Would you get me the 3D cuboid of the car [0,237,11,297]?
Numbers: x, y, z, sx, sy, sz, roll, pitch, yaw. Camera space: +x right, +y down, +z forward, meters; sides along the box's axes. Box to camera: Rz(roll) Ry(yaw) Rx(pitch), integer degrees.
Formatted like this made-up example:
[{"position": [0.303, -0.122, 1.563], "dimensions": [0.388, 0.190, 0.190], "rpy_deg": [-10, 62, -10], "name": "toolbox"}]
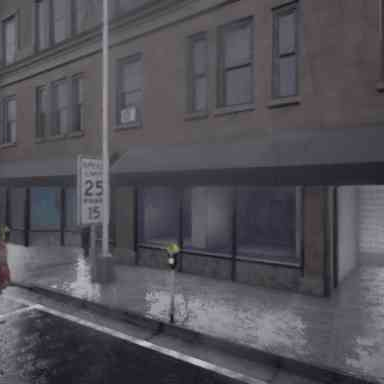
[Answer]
[{"position": [-5.867, 1.398, 7.135], "dimensions": [5.009, 1.841, 2.192], "rpy_deg": [-1, 0, 36], "name": "car"}]
